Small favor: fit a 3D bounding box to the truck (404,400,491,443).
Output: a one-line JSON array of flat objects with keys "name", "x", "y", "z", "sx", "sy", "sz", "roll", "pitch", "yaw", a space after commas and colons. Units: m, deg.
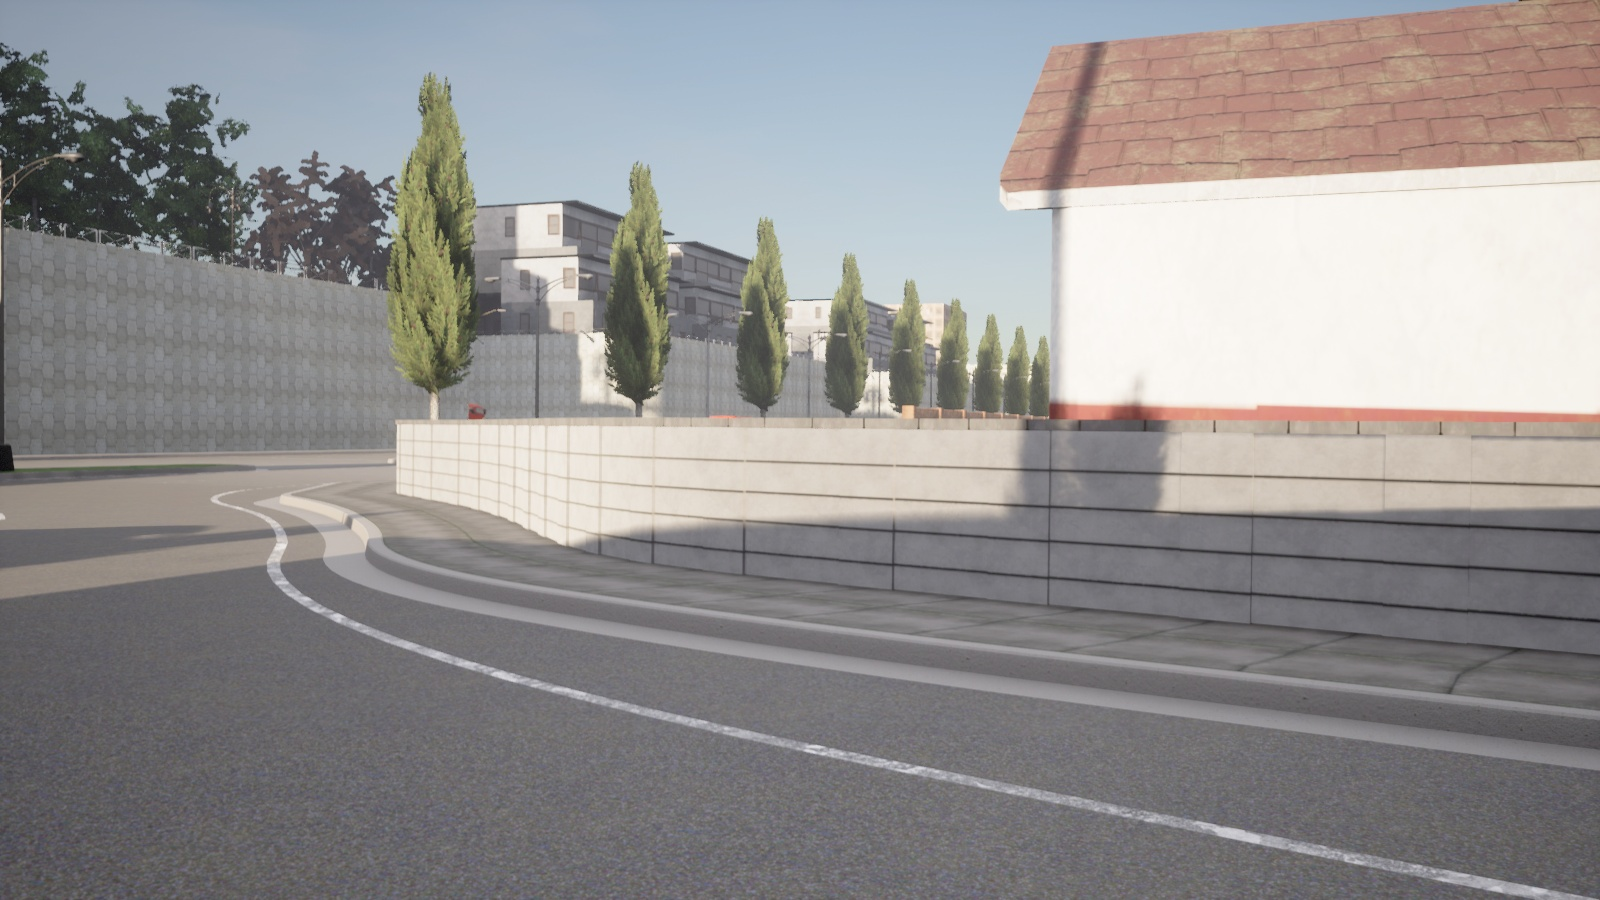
[{"name": "truck", "x": -24.790, "y": -2.029, "z": 88.255, "sx": 5.204, "sy": 2.467, "sz": 2.627, "roll": 7, "pitch": 3, "yaw": 22}]
